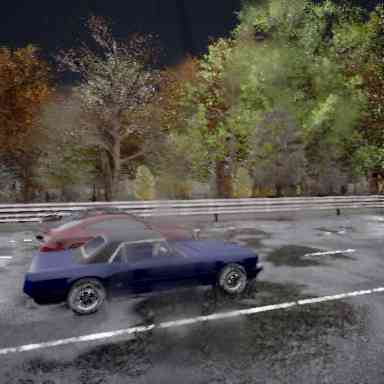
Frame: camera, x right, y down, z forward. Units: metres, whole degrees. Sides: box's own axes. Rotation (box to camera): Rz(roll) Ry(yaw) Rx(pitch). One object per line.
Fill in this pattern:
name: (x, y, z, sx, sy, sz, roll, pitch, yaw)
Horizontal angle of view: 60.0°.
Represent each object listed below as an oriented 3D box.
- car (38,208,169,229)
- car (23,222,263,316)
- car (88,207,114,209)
car: (-2.188, 1.373, 10.363, 4.674, 1.442, 1.812, -1, 1, -22)
car: (-0.893, 1.495, 7.114, 4.718, 1.301, 1.895, -1, 1, -22)
car: (-3.472, 1.339, 13.619, 5.357, 1.411, 2.033, -1, 1, -22)
